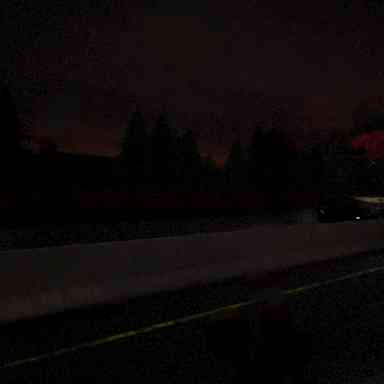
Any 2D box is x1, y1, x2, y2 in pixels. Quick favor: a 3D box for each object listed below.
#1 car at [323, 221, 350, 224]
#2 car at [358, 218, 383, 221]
[{"bbox_3d":[9.970,1.363,24.042,5.566,2.045,2.150,0,0,-37],"label":"car"},{"bbox_3d":[12.631,1.748,21.701,4.718,1.301,1.895,0,0,-37],"label":"car"}]
